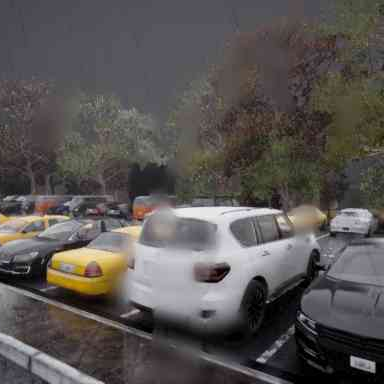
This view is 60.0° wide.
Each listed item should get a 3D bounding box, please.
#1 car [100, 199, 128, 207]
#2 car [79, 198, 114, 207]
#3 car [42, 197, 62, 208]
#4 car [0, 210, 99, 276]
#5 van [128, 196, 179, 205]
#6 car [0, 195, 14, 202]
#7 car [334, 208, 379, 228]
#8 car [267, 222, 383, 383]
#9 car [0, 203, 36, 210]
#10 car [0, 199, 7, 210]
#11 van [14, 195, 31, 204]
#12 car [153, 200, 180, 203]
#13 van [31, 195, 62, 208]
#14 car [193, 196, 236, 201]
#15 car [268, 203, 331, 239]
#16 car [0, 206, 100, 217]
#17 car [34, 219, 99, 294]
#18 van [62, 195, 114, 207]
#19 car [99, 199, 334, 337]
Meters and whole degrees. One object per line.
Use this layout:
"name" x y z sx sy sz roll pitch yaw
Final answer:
"car" -4.811 1.545 27.655 2.163 1.488 4.792 0 0 36
"car" -6.949 1.548 29.204 2.163 1.488 4.792 0 0 36
"car" -11.448 1.539 32.433 2.097 1.535 5.008 0 0 36
"car" -3.443 1.553 10.487 2.231 1.521 4.892 0 0 36
"van" -2.515 1.293 26.101 1.878 1.987 4.442 0 0 36
"car" -18.199 1.332 37.280 2.435 2.045 5.566 0 0 36
"car" 8.731 1.604 17.808 2.002 1.452 4.674 0 0 36
"car" 3.302 1.580 5.600 2.097 1.535 5.008 0 0 36
"car" -10.398 1.523 15.287 1.946 1.575 5.366 0 0 36
"car" -27.255 1.683 43.878 2.002 1.452 4.674 0 0 36
"van" -16.007 1.342 35.584 1.878 1.987 4.442 0 0 36
"car" -0.257 1.556 24.286 2.163 1.488 4.792 0 0 36
"van" -13.627 1.328 34.148 1.878 1.987 4.442 0 0 36
"car" 2.020 1.284 22.707 2.435 2.045 5.566 0 0 36
"car" 6.380 1.552 19.285 1.946 1.575 5.366 0 0 36
"car" -5.803 1.540 11.959 1.946 1.575 5.366 0 0 36
"car" -1.089 1.559 9.003 1.946 1.575 5.366 0 0 36
"van" -9.259 1.301 30.707 1.878 1.987 4.442 0 0 36
"car" 1.068 1.320 7.247 2.435 2.045 5.566 0 0 36
